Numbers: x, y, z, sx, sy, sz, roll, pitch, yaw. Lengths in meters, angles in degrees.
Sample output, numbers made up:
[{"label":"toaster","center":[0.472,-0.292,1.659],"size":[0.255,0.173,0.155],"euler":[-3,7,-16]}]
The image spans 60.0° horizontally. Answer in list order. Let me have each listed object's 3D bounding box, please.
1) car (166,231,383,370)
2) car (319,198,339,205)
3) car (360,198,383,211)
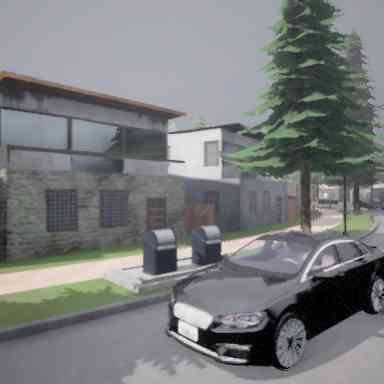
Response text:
[{"label":"car","center":[1.791,1.512,5.876],"size":[4.902,1.511,2.128],"euler":[0,0,-41]},{"label":"car","center":[25.300,1.753,62.425],"size":[1.895,1.301,4.718],"euler":[0,0,-14]},{"label":"car","center":[22.197,1.489,41.105],"size":[1.837,1.490,4.892],"euler":[0,0,9]}]
